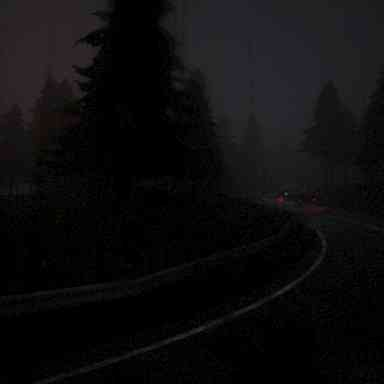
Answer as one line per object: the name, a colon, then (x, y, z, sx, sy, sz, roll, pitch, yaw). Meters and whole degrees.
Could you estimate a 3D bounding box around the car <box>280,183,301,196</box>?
car: (13.529, -0.443, 45.318, 1.801, 1.575, 5.366, 1, 3, 27)

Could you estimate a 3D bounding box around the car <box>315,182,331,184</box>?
car: (24.478, -1.109, 59.665, 2.128, 1.511, 4.902, 0, 2, 44)

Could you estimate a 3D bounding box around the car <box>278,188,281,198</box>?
car: (11.418, -0.100, 40.031, 1.812, 1.442, 4.674, 2, 3, 16)

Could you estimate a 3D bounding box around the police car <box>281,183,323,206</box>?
police car: (10.361, 0.302, 31.051, 1.930, 1.638, 5.238, 2, 3, -3)

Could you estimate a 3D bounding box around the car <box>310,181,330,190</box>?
car: (24.882, -1.275, 64.637, 1.882, 1.535, 5.008, 0, 2, 45)
